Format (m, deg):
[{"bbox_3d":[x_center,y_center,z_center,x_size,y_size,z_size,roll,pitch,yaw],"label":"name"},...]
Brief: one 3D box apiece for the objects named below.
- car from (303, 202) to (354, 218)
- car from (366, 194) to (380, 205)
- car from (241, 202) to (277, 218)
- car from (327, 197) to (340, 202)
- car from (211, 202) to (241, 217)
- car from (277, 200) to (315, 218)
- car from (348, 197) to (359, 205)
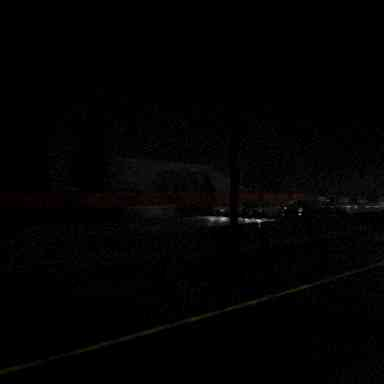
[{"bbox_3d":[11.356,1.754,27.525,4.181,1.385,1.994,0,-1,-45],"label":"car"},{"bbox_3d":[35.525,1.444,65.242,2.150,2.045,5.566,-1,-1,29],"label":"car"},{"bbox_3d":[7.331,1.785,33.371,1.812,1.442,4.674,-1,-1,45],"label":"car"},{"bbox_3d":[28.346,1.756,66.697,2.097,1.767,4.553,-1,-1,29],"label":"car"},{"bbox_3d":[3.967,1.814,34.957,4.674,1.442,1.812,0,-1,-45],"label":"car"},{"bbox_3d":[10.461,1.580,31.587,2.097,1.767,4.553,-1,-1,45],"label":"car"},{"bbox_3d":[32.455,1.775,66.916,1.812,1.442,4.674,-1,-1,29],"label":"car"}]
